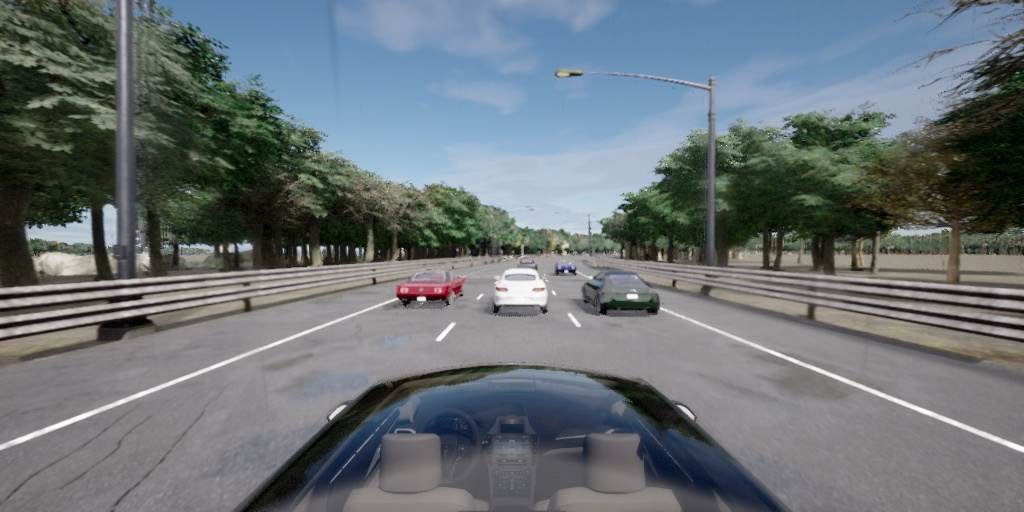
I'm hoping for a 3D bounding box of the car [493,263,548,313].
[{"bbox_3d":[0.322,1.170,13.393,1.812,1.442,4.674,0,1,2],"label":"car"}]

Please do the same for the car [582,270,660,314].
[{"bbox_3d":[3.822,1.216,13.209,1.994,1.385,4.181,0,1,2],"label":"car"}]

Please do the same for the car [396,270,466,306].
[{"bbox_3d":[-3.134,1.224,14.960,1.895,1.301,4.718,0,1,2],"label":"car"}]

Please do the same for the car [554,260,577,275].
[{"bbox_3d":[4.995,1.066,33.970,1.895,1.301,4.718,0,1,5],"label":"car"}]

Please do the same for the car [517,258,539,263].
[{"bbox_3d":[1.480,0.951,33.820,2.128,1.511,4.902,0,1,5],"label":"car"}]
